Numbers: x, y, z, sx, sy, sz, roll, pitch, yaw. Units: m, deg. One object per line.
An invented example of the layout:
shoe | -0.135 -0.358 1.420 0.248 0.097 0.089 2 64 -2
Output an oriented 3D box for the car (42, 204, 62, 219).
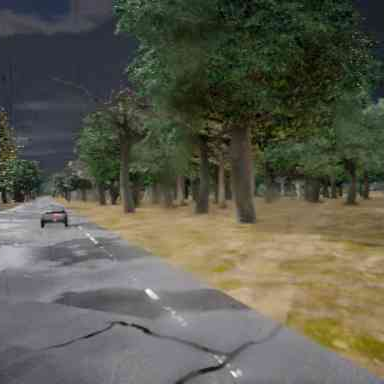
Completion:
car | -15.484 2.109 36.842 1.895 1.301 4.718 -1 0 -23

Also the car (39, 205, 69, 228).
car | -10.674 1.852 25.803 2.128 1.511 4.902 -1 -1 -23
